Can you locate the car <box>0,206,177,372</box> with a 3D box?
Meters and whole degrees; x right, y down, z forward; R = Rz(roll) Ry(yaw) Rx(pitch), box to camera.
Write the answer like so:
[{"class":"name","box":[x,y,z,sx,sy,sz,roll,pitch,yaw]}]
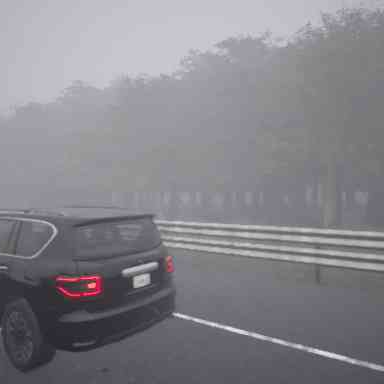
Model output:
[{"class":"car","box":[-2.824,1.285,5.997,5.566,2.045,2.150,0,0,36]}]
